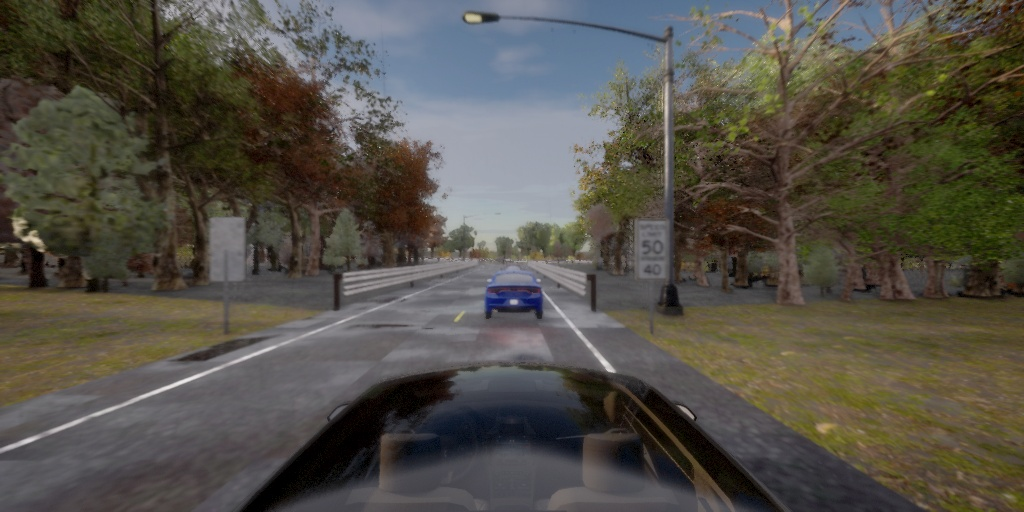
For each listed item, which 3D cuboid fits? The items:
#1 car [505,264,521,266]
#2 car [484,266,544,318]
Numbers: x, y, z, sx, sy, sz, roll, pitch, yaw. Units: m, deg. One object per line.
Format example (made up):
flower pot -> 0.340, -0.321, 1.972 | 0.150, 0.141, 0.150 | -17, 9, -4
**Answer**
car -> 0.074, 1.350, 28.635 | 1.812, 1.442, 4.674 | 0, 0, 0
car -> 0.073, 1.260, 13.201 | 1.882, 1.535, 5.008 | 0, -1, 0
